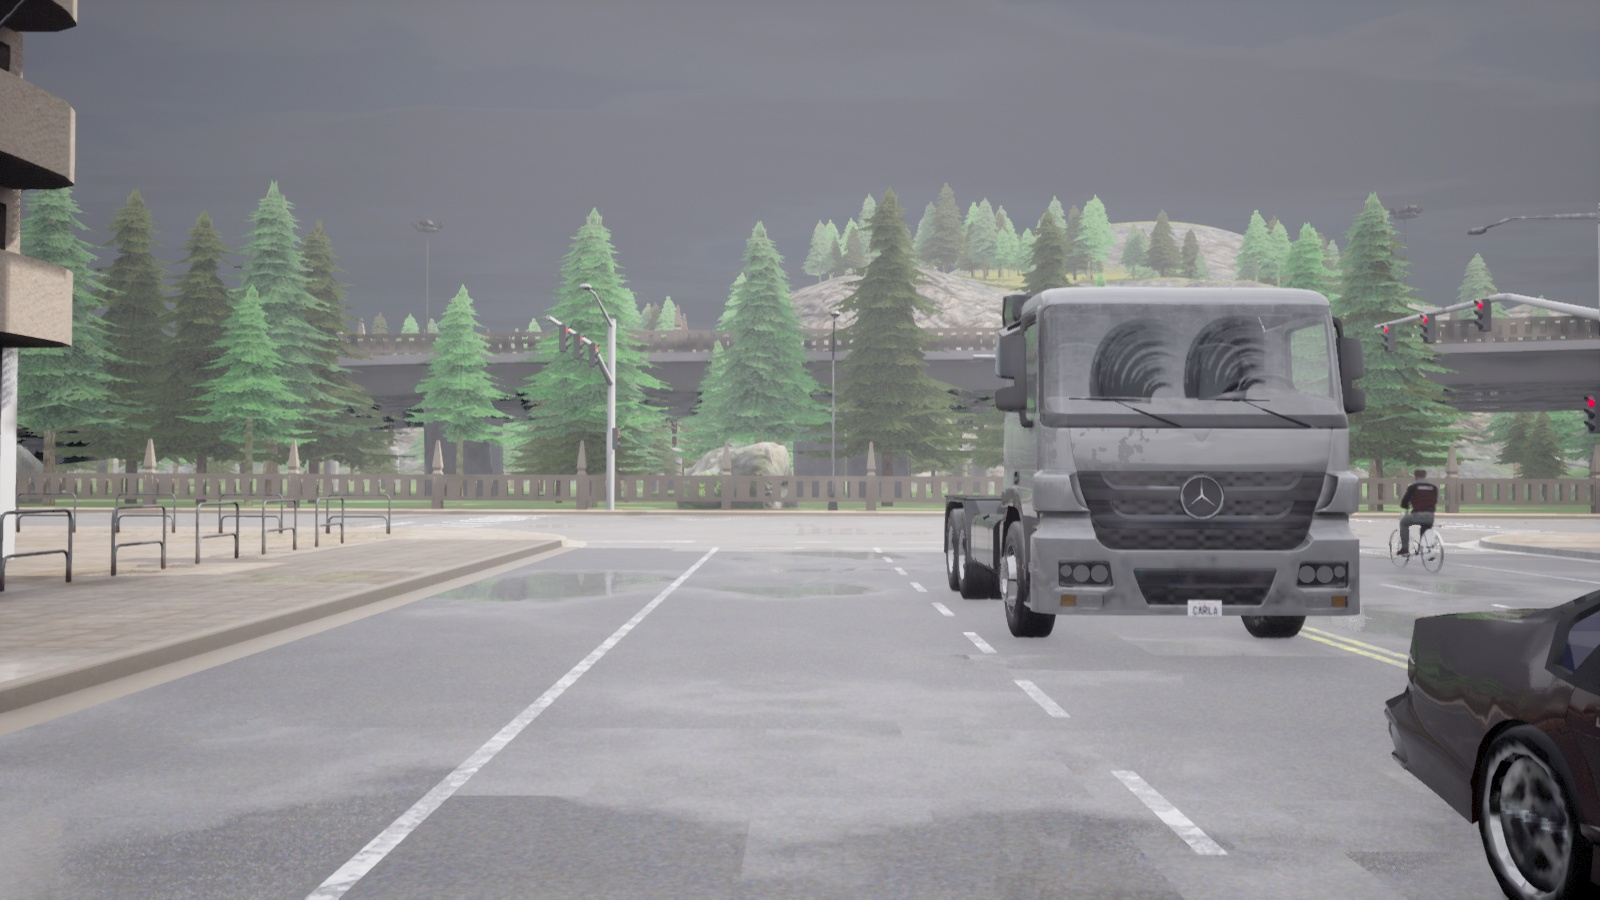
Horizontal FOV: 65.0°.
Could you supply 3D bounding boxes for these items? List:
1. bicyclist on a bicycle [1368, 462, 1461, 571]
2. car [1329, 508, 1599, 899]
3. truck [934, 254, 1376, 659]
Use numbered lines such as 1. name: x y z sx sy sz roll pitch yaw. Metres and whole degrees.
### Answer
1. bicyclist on a bicycle: 10.448 1.101 21.413 0.659 1.776 1.843 0 -1 0
2. car: 3.492 0.922 3.170 2.033 1.411 5.357 0 -1 0
3. truck: 3.461 0.136 14.737 2.891 3.462 7.936 0 -1 0
